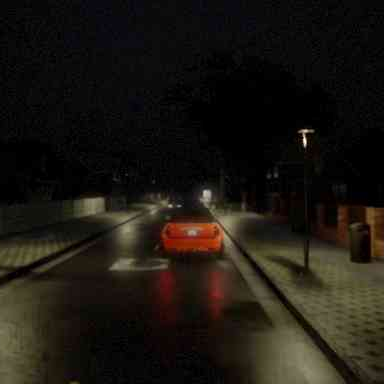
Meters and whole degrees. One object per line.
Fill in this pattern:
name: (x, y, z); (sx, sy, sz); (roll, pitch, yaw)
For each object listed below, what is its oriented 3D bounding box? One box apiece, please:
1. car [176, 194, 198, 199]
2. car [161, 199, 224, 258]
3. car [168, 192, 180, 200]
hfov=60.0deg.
car: (-0.002, 1.294, 27.821); (2.097, 1.767, 4.553); (0, 0, 0)
car: (0.022, 1.323, 12.802); (2.097, 1.767, 4.553); (0, 0, 0)
car: (-2.901, 1.106, 58.007); (2.150, 2.045, 5.566); (0, 0, 0)
